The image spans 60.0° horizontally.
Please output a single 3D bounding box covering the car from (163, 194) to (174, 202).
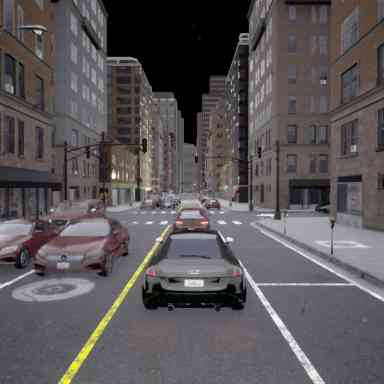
[{"bbox_3d":[-5.764,1.399,82.628,2.192,1.841,5.009,-1,0,0],"label":"car"}]

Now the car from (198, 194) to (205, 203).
[{"bbox_3d":[2.782,1.595,65.962,1.887,1.381,4.507,-1,0,0],"label":"car"}]

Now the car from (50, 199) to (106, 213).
[{"bbox_3d":[-5.696,1.315,16.673,2.192,1.841,5.009,-1,0,0],"label":"car"}]

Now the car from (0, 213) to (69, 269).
[{"bbox_3d":[-5.687,1.581,11.091,1.802,1.307,4.206,-1,0,0],"label":"car"}]

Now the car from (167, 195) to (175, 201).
[{"bbox_3d":[-5.773,1.546,93.758,1.967,1.590,4.097,-1,0,0],"label":"car"}]

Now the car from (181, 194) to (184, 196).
[{"bbox_3d":[-3.110,1.574,64.768,1.812,1.442,4.674,0,0,0],"label":"car"}]

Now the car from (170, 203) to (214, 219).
[{"bbox_3d":[0.003,1.526,16.957,1.812,1.442,4.674,0,0,0],"label":"car"}]

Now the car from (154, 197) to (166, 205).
[{"bbox_3d":[-5.738,1.566,60.198,1.752,1.417,4.829,-1,0,0],"label":"car"}]

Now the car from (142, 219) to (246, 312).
[{"bbox_3d":[0.058,1.563,7.820,1.994,1.385,4.181,0,0,1],"label":"car"}]

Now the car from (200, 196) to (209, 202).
[{"bbox_3d":[2.770,1.616,77.090,1.887,1.381,4.507,-1,0,0],"label":"car"}]

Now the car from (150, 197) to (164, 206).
[{"bbox_3d":[-5.733,1.577,54.803,1.887,1.381,4.507,-1,0,0],"label":"car"}]

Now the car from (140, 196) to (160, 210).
[{"bbox_3d":[-5.721,1.600,43.673,1.802,1.307,4.206,-1,0,0],"label":"car"}]

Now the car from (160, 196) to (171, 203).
[{"bbox_3d":[-5.750,1.611,71.497,2.008,1.369,4.403,-1,0,0],"label":"car"}]

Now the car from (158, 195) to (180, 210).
[{"bbox_3d":[-3.143,1.511,44.373,2.128,1.511,4.902,0,0,0],"label":"car"}]

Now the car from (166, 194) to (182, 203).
[{"bbox_3d":[-3.144,1.524,54.239,2.128,1.511,4.902,0,0,0],"label":"car"}]

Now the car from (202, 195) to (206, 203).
[{"bbox_3d":[2.798,1.550,49.443,1.752,1.417,4.829,-1,0,0],"label":"car"}]

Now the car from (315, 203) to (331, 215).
[{"bbox_3d":[14.829,1.431,32.250,5.357,1.411,2.033,0,1,2],"label":"car"}]

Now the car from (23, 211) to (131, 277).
[{"bbox_3d":[-3.091,1.524,10.337,1.812,1.442,4.674,0,0,0],"label":"car"}]

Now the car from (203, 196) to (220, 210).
[{"bbox_3d":[2.804,1.600,43.710,1.802,1.307,4.206,-1,0,0],"label":"car"}]
